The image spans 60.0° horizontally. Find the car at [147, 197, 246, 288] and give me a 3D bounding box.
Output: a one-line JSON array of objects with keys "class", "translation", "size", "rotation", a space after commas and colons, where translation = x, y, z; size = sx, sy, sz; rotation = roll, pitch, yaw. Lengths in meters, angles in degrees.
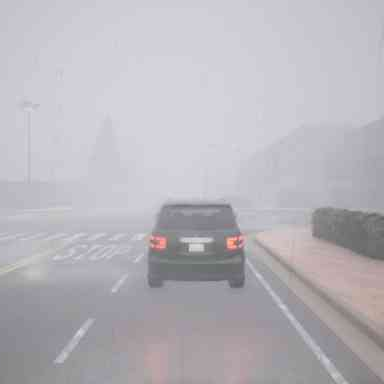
[{"class": "car", "translation": [0.119, 1.172, 9.217], "size": [2.150, 2.045, 5.566], "rotation": [0, 0, 1]}]

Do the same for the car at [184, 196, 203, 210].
[{"class": "car", "translation": [0.221, 1.280, 39.562], "size": [2.128, 1.511, 4.902], "rotation": [0, 0, 1]}]
